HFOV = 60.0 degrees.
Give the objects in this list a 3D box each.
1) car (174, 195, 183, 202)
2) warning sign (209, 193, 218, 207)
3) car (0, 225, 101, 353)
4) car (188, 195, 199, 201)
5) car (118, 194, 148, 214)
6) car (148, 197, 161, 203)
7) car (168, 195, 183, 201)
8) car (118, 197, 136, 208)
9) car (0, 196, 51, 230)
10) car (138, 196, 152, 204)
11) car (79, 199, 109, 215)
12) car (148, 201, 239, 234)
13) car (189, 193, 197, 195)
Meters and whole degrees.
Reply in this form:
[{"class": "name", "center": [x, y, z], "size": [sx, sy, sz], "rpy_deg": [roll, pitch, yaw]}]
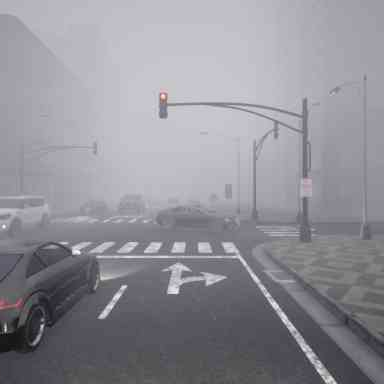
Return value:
[{"class": "car", "center": [-3.042, 1.457, 74.192], "size": [1.837, 1.490, 4.892], "rpy_deg": [0, 0, 0]}, {"class": "warning sign", "center": [2.975, 1.097, 46.286], "size": [1.300, 1.860, 1.060], "rpy_deg": [0, 0, 0]}, {"class": "car", "center": [-3.133, 1.564, 6.139], "size": [1.994, 1.385, 4.181], "rpy_deg": [0, 0, 0]}, {"class": "car", "center": [0.244, 1.576, 52.356], "size": [1.895, 1.301, 4.718], "rpy_deg": [0, 0, 0]}, {"class": "car", "center": [-6.496, 1.210, 36.254], "size": [2.150, 2.045, 5.566], "rpy_deg": [0, 0, 0]}, {"class": "car", "center": [-6.432, 1.572, 56.286], "size": [1.895, 1.301, 4.718], "rpy_deg": [0, 0, 0]}, {"class": "car", "center": [-2.999, 1.450, 54.878], "size": [1.882, 1.535, 5.008], "rpy_deg": [0, 0, 0]}, {"class": "car", "center": [-9.708, 1.503, 50.066], "size": [1.812, 1.442, 4.674], "rpy_deg": [0, 0, 0]}, {"class": "car", "center": [-9.800, 1.224, 18.318], "size": [2.150, 2.045, 5.566], "rpy_deg": [0, 0, 0]}, {"class": "car", "center": [-9.563, 1.561, 67.830], "size": [2.033, 1.411, 5.357], "rpy_deg": [0, 0, 0]}, {"class": "car", "center": [-9.758, 1.485, 33.421], "size": [2.128, 1.511, 4.902], "rpy_deg": [0, 0, 0]}, {"class": "car", "center": [0.247, 1.491, 19.235], "size": [4.902, 1.511, 2.128], "rpy_deg": [0, 0, 22]}, {"class": "car", "center": [0.209, 1.182, 73.798], "size": [2.150, 2.045, 5.566], "rpy_deg": [0, 0, 0]}]
